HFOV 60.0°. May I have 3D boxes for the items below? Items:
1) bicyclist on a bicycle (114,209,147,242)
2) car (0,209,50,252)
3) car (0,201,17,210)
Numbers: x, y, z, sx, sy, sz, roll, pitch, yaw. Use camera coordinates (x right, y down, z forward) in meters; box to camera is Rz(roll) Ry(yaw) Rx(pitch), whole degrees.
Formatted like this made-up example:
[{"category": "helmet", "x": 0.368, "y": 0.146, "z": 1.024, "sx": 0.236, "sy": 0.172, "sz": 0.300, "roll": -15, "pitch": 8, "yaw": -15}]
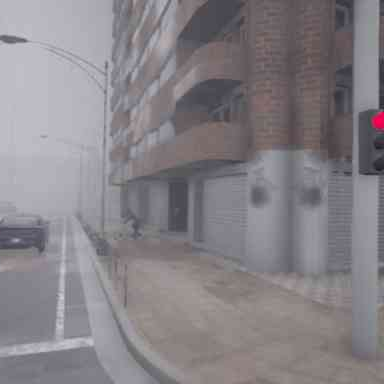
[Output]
[{"category": "bicyclist on a bicycle", "x": -3.060, "y": 1.678, "z": 16.664, "sx": 1.656, "sy": 1.620, "sz": 0.582, "roll": 1, "pitch": -1, "yaw": -21}, {"category": "car", "x": -7.527, "y": 1.723, "z": 14.898, "sx": 1.882, "sy": 1.535, "sz": 5.008, "roll": 2, "pitch": -2, "yaw": -21}, {"category": "car", "x": -24.384, "y": 1.975, "z": 43.073, "sx": 2.097, "sy": 1.767, "sz": 4.553, "roll": 2, "pitch": -2, "yaw": -44}]
